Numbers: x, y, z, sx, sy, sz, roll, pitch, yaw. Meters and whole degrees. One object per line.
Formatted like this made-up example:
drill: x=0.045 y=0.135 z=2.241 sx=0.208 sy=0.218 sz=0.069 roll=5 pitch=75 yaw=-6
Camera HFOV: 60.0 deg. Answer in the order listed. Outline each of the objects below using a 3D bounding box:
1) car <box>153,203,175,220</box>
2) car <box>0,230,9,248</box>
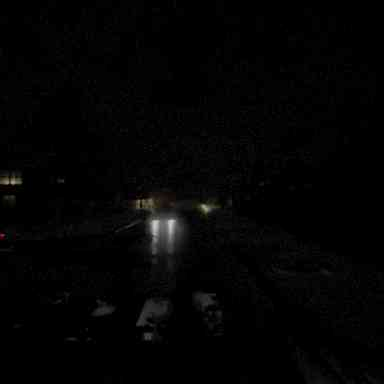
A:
car: x=-2.742 y=1.934 z=33.268 sx=1.837 sy=1.490 sz=4.892 roll=0 pitch=0 yaw=0
car: x=-9.834 y=1.737 z=12.859 sx=5.357 sy=1.411 sz=2.033 roll=0 pitch=-1 yaw=15
